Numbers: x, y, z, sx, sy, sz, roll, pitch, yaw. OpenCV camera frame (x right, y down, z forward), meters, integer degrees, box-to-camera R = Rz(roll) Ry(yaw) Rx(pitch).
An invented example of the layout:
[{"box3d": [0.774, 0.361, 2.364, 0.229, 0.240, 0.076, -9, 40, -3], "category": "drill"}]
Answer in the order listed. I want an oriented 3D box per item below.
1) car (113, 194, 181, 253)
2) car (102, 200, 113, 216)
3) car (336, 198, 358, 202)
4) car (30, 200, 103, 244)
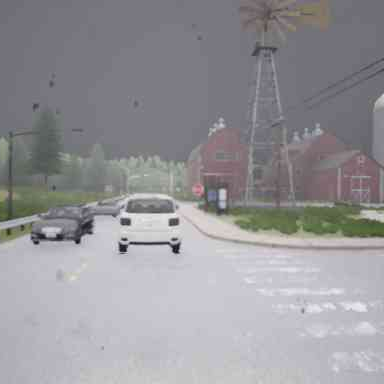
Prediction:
[{"box3d": [-1.654, 1.114, 13.327, 2.150, 2.045, 5.566, 1, 0, -6], "category": "car"}, {"box3d": [-6.893, 1.330, 26.848, 1.895, 1.301, 4.718, 1, 0, -6], "category": "car"}, {"box3d": [22.007, 1.551, 47.308, 1.816, 1.474, 4.193, 1, 0, -7], "category": "car"}, {"box3d": [-5.518, 1.317, 14.727, 2.128, 1.511, 4.902, 1, 0, -7], "category": "car"}]
